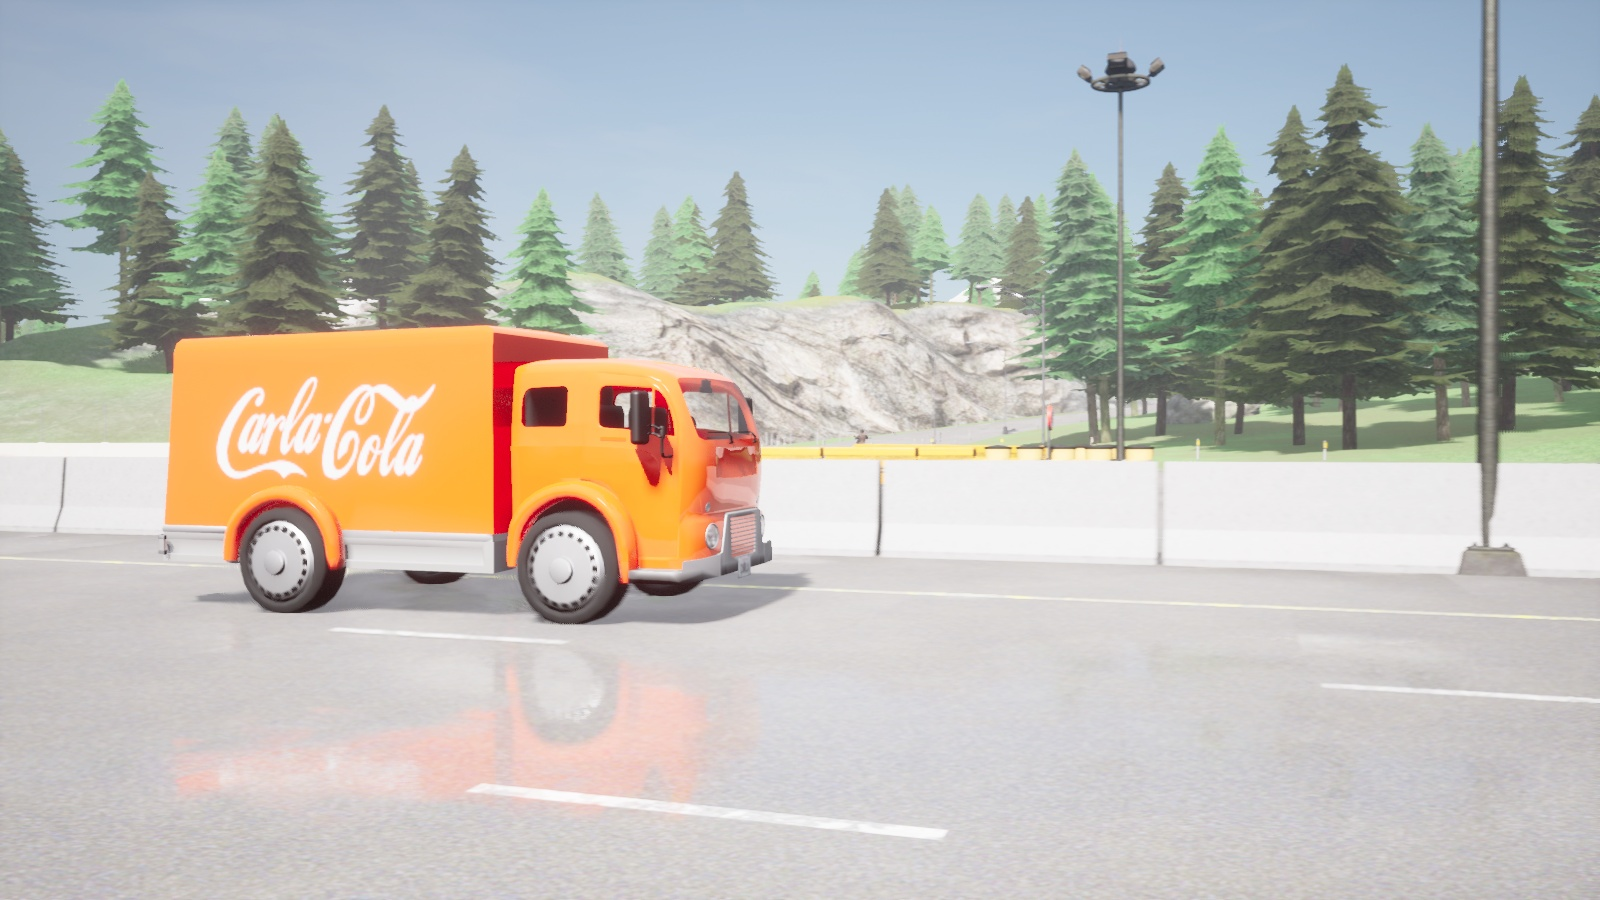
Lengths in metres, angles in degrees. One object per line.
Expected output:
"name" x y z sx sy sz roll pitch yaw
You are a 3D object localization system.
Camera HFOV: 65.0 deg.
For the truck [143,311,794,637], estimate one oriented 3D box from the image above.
"truck" -2.942 0.144 11.561 5.204 2.467 2.627 1 1 19
